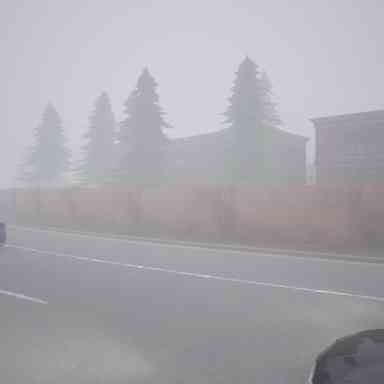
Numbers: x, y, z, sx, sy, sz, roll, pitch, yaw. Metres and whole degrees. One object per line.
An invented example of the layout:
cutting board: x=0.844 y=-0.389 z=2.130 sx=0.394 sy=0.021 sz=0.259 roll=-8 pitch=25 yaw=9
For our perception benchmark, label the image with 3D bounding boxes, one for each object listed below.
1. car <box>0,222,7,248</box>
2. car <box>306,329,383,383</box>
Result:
car: x=-9.316 y=1.476 z=13.209 sx=5.008 sy=1.535 sz=1.882 roll=0 pitch=0 yaw=35
car: x=3.134 y=1.490 z=1.687 sx=4.902 sy=1.511 sz=2.128 roll=0 pitch=0 yaw=26
